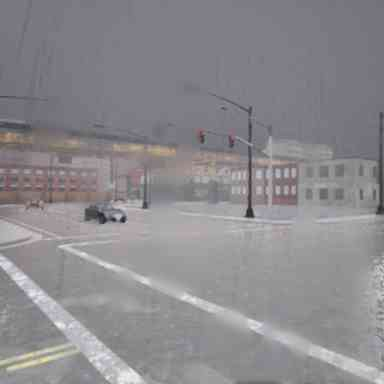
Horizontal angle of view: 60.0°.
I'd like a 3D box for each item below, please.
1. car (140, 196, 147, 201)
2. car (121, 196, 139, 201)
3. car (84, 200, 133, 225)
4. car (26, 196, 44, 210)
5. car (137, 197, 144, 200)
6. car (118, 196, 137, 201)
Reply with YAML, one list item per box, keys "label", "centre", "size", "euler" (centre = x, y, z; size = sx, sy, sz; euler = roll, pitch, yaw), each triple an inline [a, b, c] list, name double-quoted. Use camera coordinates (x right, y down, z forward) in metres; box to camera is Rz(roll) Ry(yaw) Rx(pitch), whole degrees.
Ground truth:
- label: "car"
  centre: [-13.604, 1.878, 92.999]
  size: [1.853, 1.218, 4.536]
  euler: [1, 0, -7]
- label: "car"
  centre: [-17.374, 1.845, 92.818]
  size: [4.536, 1.218, 1.853]
  euler: [0, 0, 23]
- label: "car"
  centre: [-6.704, 1.630, 25.502]
  size: [2.128, 1.511, 4.902]
  euler: [1, 0, -38]
- label: "car"
  centre: [-21.188, 1.386, 45.036]
  size: [2.097, 1.767, 4.553]
  euler: [1, 0, -22]
- label: "car"
  centre: [-13.600, 2.036, 92.946]
  size: [2.038, 1.542, 4.974]
  euler: [1, 0, -7]
- label: "car"
  centre: [-17.328, 2.002, 92.796]
  size: [4.974, 1.542, 2.038]
  euler: [0, 0, 23]
